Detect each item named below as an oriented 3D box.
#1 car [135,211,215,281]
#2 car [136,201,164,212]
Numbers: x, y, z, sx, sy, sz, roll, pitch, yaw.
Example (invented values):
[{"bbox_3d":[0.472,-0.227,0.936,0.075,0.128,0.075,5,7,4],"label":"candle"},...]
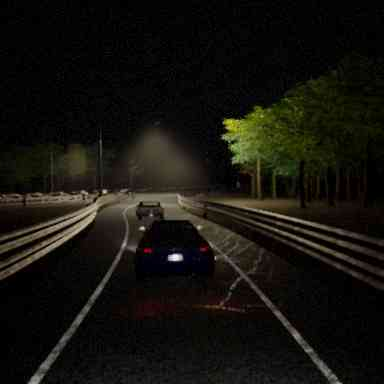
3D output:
[{"bbox_3d":[-0.593,1.471,9.667,1.994,1.385,4.181,0,0,-6],"label":"car"},{"bbox_3d":[-3.342,1.335,25.931,1.895,1.301,4.718,0,1,-12],"label":"car"}]
